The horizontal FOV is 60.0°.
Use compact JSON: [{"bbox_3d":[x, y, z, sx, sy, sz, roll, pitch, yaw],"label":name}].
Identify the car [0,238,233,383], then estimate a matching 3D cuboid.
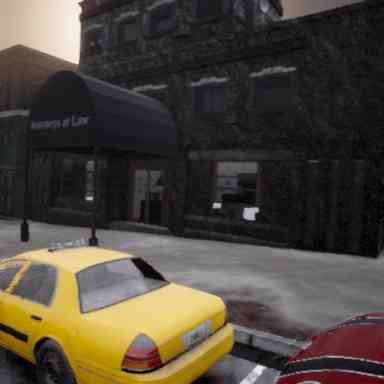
[{"bbox_3d":[-2.037,1.472,4.984,5.366,1.575,1.946,0,0,35],"label":"car"}]
